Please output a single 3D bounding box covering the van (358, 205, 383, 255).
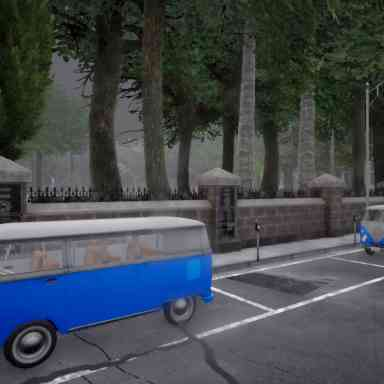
[{"bbox_3d":[7.672,1.338,12.037,3.998,1.788,1.690,0,0,-36],"label":"van"}]

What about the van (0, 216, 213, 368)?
[{"bbox_3d":[-1.529,1.341,5.450,3.998,1.788,1.690,0,0,-36],"label":"van"}]
